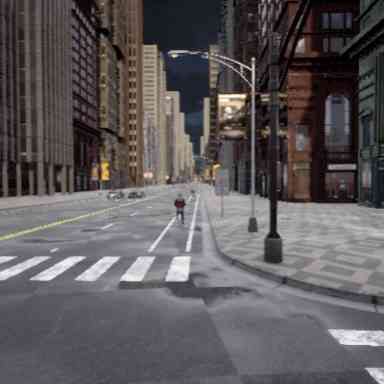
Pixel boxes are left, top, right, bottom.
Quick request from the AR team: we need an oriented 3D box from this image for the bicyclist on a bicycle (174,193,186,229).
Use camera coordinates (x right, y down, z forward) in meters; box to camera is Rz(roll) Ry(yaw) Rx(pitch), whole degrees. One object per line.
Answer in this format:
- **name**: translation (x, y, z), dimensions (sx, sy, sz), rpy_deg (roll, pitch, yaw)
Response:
- **bicyclist on a bicycle**: translation (-0.584, 0.940, 16.918), dimensions (0.659, 1.776, 1.843), rpy_deg (0, 2, 2)

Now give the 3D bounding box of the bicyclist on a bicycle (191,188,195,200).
- **bicyclist on a bicycle**: translation (0.135, 0.307, 44.365), dimensions (0.659, 1.776, 1.843), rpy_deg (0, 2, 2)

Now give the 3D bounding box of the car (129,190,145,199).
- **car**: translation (-8.435, 0.368, 51.249), dimensions (1.994, 1.385, 4.181), rpy_deg (0, 1, 2)

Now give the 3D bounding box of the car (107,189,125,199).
- **car**: translation (-11.684, 0.305, 51.333), dimensions (2.128, 1.511, 4.902), rpy_deg (0, 1, 2)
